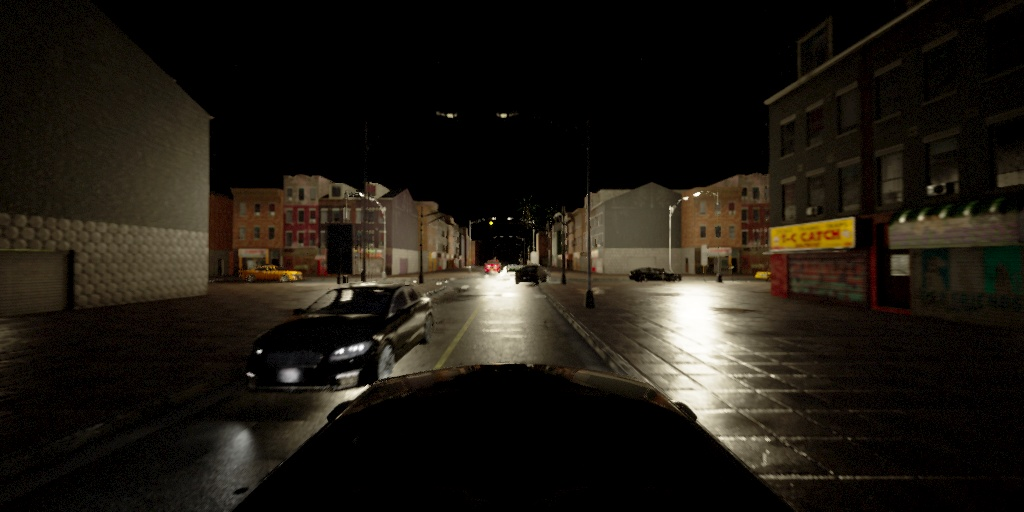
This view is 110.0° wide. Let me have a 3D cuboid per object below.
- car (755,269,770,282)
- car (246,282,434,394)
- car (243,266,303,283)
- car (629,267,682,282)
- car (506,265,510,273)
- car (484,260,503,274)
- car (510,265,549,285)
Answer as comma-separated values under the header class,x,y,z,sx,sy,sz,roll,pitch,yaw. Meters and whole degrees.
class,x,y,z,sx,sy,sz,roll,pitch,yaw
car,23.842,1.548,31.024,4.829,1.417,1.751,0,0,0
car,-2.843,1.306,7.054,2.128,1.511,4.902,0,-1,0
car,-22.357,1.685,33.617,5.008,1.535,1.882,0,-1,0
car,12.352,1.622,31.042,4.313,1.339,1.948,0,0,0
car,0.096,2.032,56.071,1.895,1.301,4.718,0,-1,0
car,-2.833,1.610,52.984,2.150,2.045,5.566,0,0,0
car,1.744,1.558,29.849,1.882,1.535,5.008,-1,0,19
